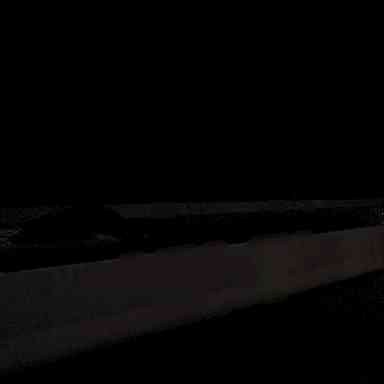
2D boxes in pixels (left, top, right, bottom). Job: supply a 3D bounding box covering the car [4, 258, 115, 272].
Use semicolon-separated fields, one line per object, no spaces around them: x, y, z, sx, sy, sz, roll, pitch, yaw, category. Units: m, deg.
-4.433;1.601;9.429;4.718;1.301;1.895;0;0;-36;car
